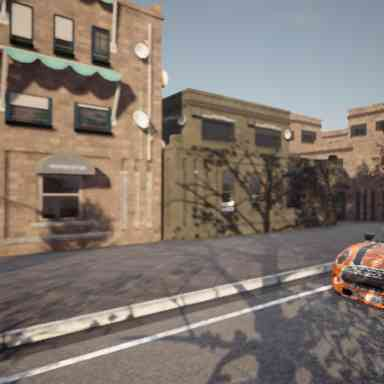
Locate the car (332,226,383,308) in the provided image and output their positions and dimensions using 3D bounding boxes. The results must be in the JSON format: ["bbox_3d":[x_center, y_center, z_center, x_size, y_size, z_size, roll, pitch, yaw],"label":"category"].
[{"bbox_3d":[5.119,1.354,7.332,4.553,1.767,2.097,0,0,-35],"label":"car"}]
